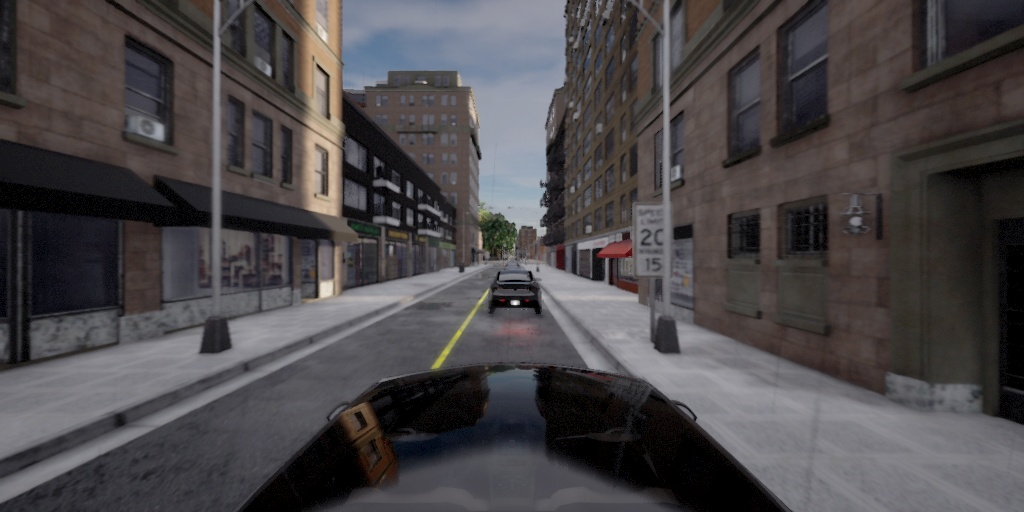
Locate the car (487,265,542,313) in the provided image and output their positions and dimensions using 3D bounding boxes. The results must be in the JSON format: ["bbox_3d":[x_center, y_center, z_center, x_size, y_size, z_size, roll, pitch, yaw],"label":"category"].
[{"bbox_3d":[0.103,1.261,14.005,1.837,1.490,4.892,0,0,0],"label":"car"}]

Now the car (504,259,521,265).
[{"bbox_3d":[0.058,1.348,38.334,1.994,1.385,4.181,0,0,1],"label":"car"}]
